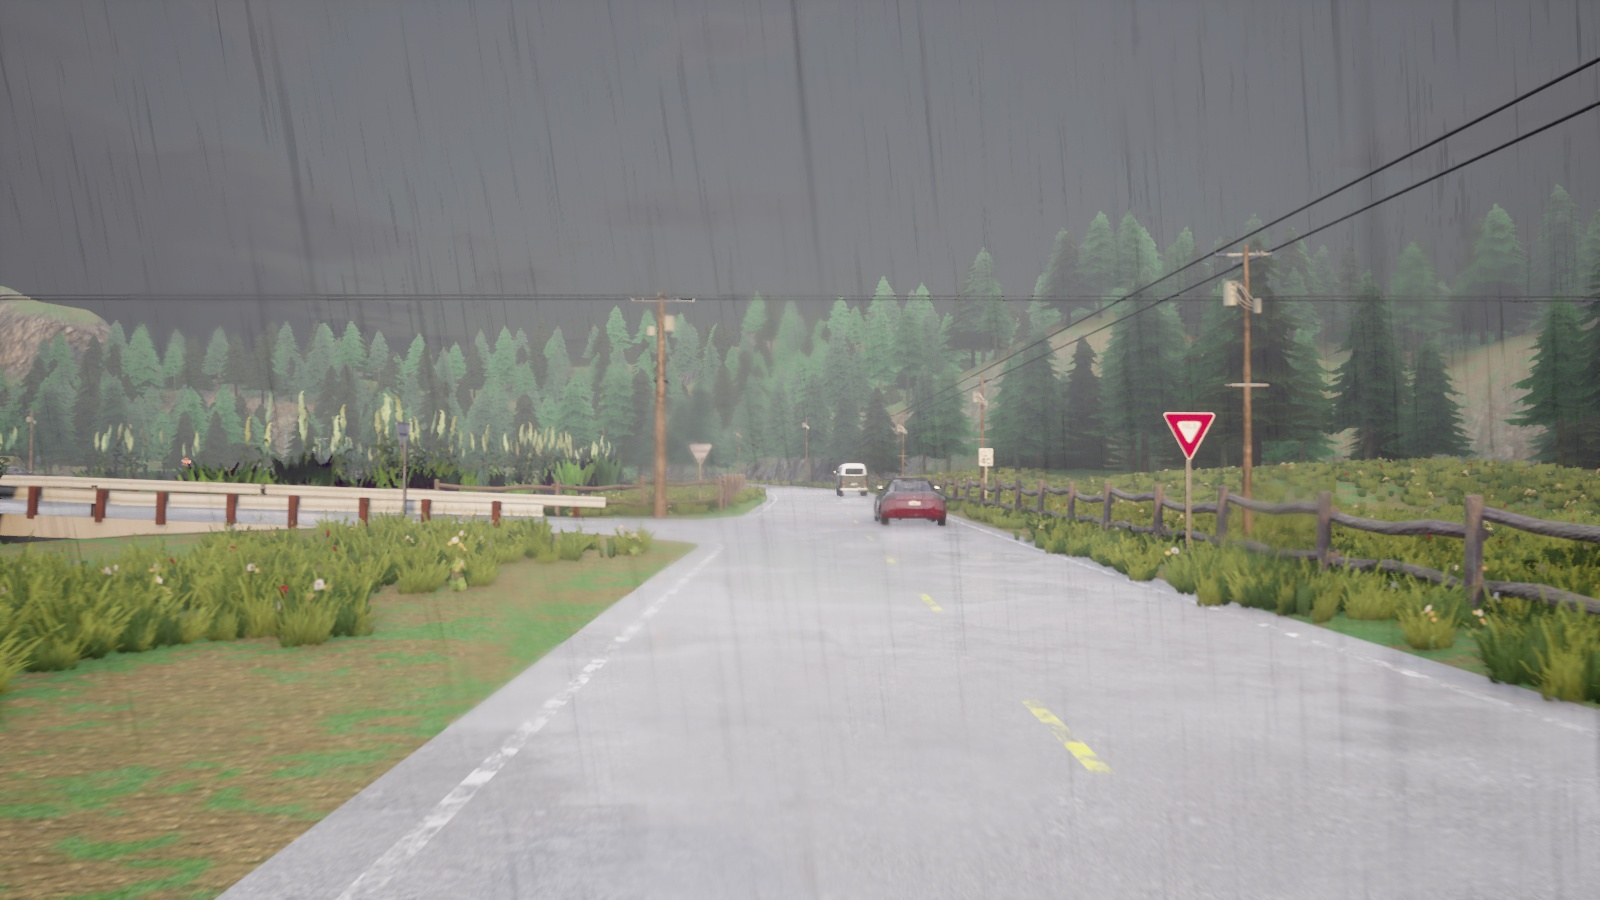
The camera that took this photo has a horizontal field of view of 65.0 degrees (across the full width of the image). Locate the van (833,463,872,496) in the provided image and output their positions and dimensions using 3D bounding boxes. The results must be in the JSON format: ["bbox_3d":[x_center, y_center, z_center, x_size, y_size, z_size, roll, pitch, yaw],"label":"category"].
[{"bbox_3d":[3.241,1.844,78.792,2.069,2.038,4.480,0,-1,-2],"label":"van"}]

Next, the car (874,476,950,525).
[{"bbox_3d":[3.329,1.505,38.193,1.994,1.385,4.181,0,-1,1],"label":"car"}]
